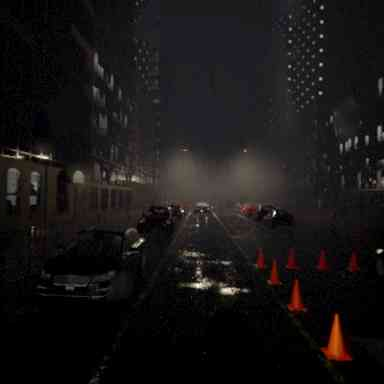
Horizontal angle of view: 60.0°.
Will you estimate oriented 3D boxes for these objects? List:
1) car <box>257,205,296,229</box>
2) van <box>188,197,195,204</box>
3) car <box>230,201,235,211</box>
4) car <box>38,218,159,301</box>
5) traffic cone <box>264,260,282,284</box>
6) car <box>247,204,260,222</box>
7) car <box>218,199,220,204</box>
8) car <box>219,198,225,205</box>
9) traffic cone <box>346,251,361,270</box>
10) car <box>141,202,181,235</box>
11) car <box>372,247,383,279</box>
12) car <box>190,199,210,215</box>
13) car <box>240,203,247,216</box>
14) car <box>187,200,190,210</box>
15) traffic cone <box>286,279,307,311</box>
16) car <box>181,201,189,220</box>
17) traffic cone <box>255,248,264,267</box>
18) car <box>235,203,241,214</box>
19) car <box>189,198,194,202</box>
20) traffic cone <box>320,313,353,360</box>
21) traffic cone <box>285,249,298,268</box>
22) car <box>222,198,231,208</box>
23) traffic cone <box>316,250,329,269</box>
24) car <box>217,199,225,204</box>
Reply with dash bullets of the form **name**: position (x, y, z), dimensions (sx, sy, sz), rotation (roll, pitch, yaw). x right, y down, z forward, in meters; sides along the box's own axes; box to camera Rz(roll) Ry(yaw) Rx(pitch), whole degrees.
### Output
- **car**: position (6.567, 1.978, 25.225), dimensions (2.008, 1.369, 4.403), rotation (2, -1, 1)
- **van**: position (-0.156, 2.303, 93.698), dimensions (1.690, 1.788, 3.998), rotation (2, -1, 1)
- **car**: position (7.116, 2.224, 47.973), dimensions (2.008, 1.369, 4.403), rotation (2, -1, 1)
- **car**: position (-2.219, 1.578, 8.389), dimensions (2.008, 1.369, 4.403), rotation (2, -1, 1)
- **traffic cone**: position (2.190, 2.102, 8.825), dimensions (0.340, 0.580, 0.340), rotation (1, -1, 1)
- **car**: position (6.707, 1.928, 30.912), dimensions (1.967, 1.590, 4.097), rotation (2, -1, 1)
- **car**: position (8.082, 2.430, 87.783), dimensions (2.192, 1.841, 5.009), rotation (2, -1, 1)
- **car**: position (7.806, 2.515, 76.577), dimensions (1.752, 1.417, 4.829), rotation (2, -1, 1)
- **traffic cone**: position (5.236, 2.201, 10.750), dimensions (0.340, 0.580, 0.340), rotation (1, -1, 1)
- **car**: position (-1.941, 1.589, 19.765), dimensions (1.967, 1.590, 4.097), rotation (2, -1, 1)
- **car**: position (6.156, 1.795, 8.164), dimensions (2.008, 1.369, 4.403), rotation (2, -1, 1)
- **car**: position (1.221, 1.926, 39.697), dimensions (2.128, 1.511, 4.902), rotation (1, -1, 1)
- **car**: position (6.841, 2.094, 36.599), dimensions (1.887, 1.381, 4.507), rotation (2, -1, 1)
- **car**: position (-1.533, 1.878, 36.825), dimensions (1.887, 1.381, 4.507), rotation (2, -1, 1)
- **traffic cone**: position (2.142, 2.081, 6.825), dimensions (0.340, 0.580, 0.340), rotation (1, -1, 1)
- **car**: position (-1.671, 1.822, 31.138), dimensions (2.008, 1.369, 4.403), rotation (2, -1, 1)
- **traffic cone**: position (2.238, 2.124, 10.824), dimensions (0.340, 0.580, 0.340), rotation (1, -1, 1)
- **car**: position (6.977, 2.193, 42.285), dimensions (1.802, 1.307, 4.206), rotation (2, -1, 1)
- **car**: position (-1.122, 2.064, 53.886), dimensions (1.887, 1.381, 4.507), rotation (2, -1, 1)
- **traffic cone**: position (2.094, 2.060, 4.826), dimensions (0.340, 0.580, 0.340), rotation (1, -1, 1)
- **traffic cone**: position (3.238, 2.150, 10.799), dimensions (0.340, 0.580, 0.340), rotation (1, -1, 1)
- **car**: position (7.526, 2.427, 65.032), dimensions (1.947, 1.339, 4.313), rotation (2, -1, 1)
- **traffic cone**: position (4.237, 2.175, 10.775), dimensions (0.340, 0.580, 0.340), rotation (1, -1, 1)
- **car**: position (8.212, 2.723, 93.468), dimensions (1.887, 1.381, 4.507), rotation (2, -1, 1)
